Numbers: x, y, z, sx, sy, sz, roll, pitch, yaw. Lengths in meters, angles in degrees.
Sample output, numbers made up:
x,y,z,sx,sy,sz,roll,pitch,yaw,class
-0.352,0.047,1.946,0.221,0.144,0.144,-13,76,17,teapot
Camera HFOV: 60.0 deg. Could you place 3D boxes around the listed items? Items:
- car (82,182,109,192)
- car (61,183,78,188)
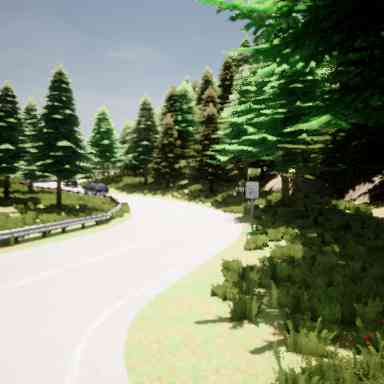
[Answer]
x,y,z,sx,sy,sz,roll,pitch,yaw,class
-12.917,-0.626,44.559,4.181,1.385,1.994,6,4,42,car
-19.178,-1.500,52.149,1.837,1.490,4.892,0,5,-31,car
